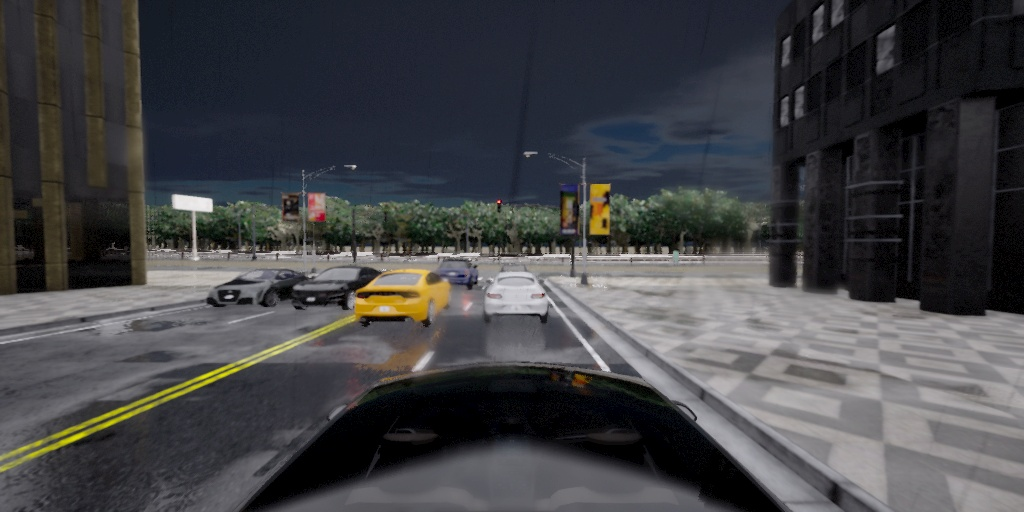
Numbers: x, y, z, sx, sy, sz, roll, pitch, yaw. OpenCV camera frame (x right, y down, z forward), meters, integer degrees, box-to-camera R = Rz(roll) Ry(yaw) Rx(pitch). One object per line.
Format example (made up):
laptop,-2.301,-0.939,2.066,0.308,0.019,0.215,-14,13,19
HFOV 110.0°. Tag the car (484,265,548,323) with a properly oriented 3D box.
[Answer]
car,0.106,1.190,11.629,1.812,1.442,4.674,0,0,0

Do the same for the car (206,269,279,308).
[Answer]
car,-9.752,1.205,14.351,1.994,1.385,4.181,0,0,0

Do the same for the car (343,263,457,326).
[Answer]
car,-3.146,1.144,11.324,1.882,1.535,5.008,0,0,0

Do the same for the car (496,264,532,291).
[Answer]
car,0.109,1.182,21.066,1.895,1.301,4.718,0,0,0

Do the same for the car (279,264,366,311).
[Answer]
car,-6.503,1.120,14.118,1.882,1.535,5.008,0,0,0

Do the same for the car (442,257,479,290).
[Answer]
car,-3.143,0.933,21.061,2.097,1.767,4.553,0,1,0
